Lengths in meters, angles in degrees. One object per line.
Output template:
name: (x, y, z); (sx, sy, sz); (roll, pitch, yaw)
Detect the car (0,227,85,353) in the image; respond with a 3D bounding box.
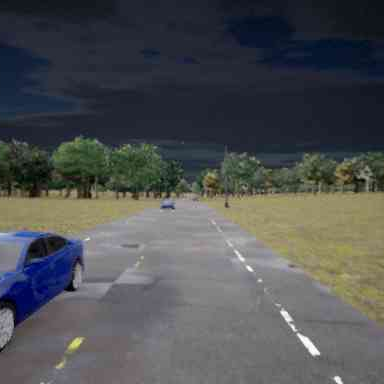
car: (-3.602, 1.528, 6.343); (1.882, 1.535, 5.008); (0, 0, 0)

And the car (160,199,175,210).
car: (-3.580, 1.847, 49.285); (1.882, 1.535, 5.008); (0, 0, 0)
